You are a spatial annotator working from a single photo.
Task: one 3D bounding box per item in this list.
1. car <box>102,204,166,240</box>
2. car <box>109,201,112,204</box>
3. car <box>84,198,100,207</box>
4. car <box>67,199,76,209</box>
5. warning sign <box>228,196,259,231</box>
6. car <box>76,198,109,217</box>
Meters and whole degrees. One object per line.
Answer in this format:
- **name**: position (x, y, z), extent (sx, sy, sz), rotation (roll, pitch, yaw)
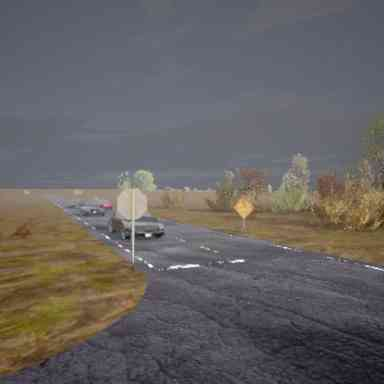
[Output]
- **car**: position (-3.070, 1.554, 17.391), extent (2.033, 1.411, 5.357), rotation (0, 0, -25)
- **car**: position (-11.665, 1.604, 43.575), extent (1.994, 1.385, 4.181), rotation (0, 0, -24)
- **car**: position (-15.882, 1.649, 52.625), extent (1.895, 1.301, 4.718), rotation (0, 0, -25)
- **car**: position (-16.502, 1.648, 46.802), extent (2.033, 1.411, 5.357), rotation (0, 0, -25)
- **warning sign**: position (2.842, 1.140, 18.308), extent (1.300, 1.860, 1.060), rotation (0, 0, -25)
- **car**: position (-9.392, 1.583, 31.138), extent (1.994, 1.385, 4.181), rotation (0, 0, -25)
